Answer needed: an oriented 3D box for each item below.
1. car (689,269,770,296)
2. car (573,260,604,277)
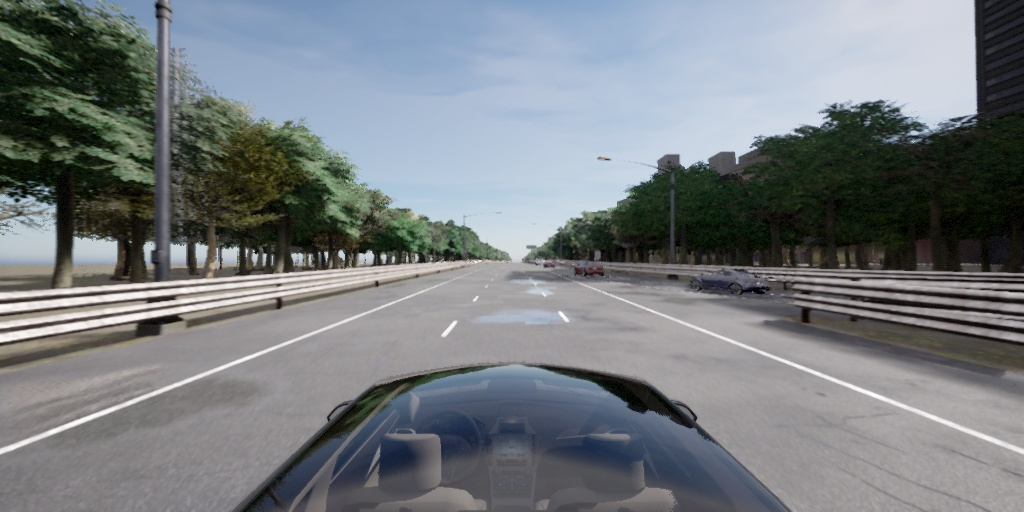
[{"bbox_3d":[12.358,1.425,20.655,1.994,1.385,4.181,0,0,-17],"label":"car"},{"bbox_3d":[8.125,1.250,38.353,2.097,1.767,4.553,0,0,-7],"label":"car"}]
